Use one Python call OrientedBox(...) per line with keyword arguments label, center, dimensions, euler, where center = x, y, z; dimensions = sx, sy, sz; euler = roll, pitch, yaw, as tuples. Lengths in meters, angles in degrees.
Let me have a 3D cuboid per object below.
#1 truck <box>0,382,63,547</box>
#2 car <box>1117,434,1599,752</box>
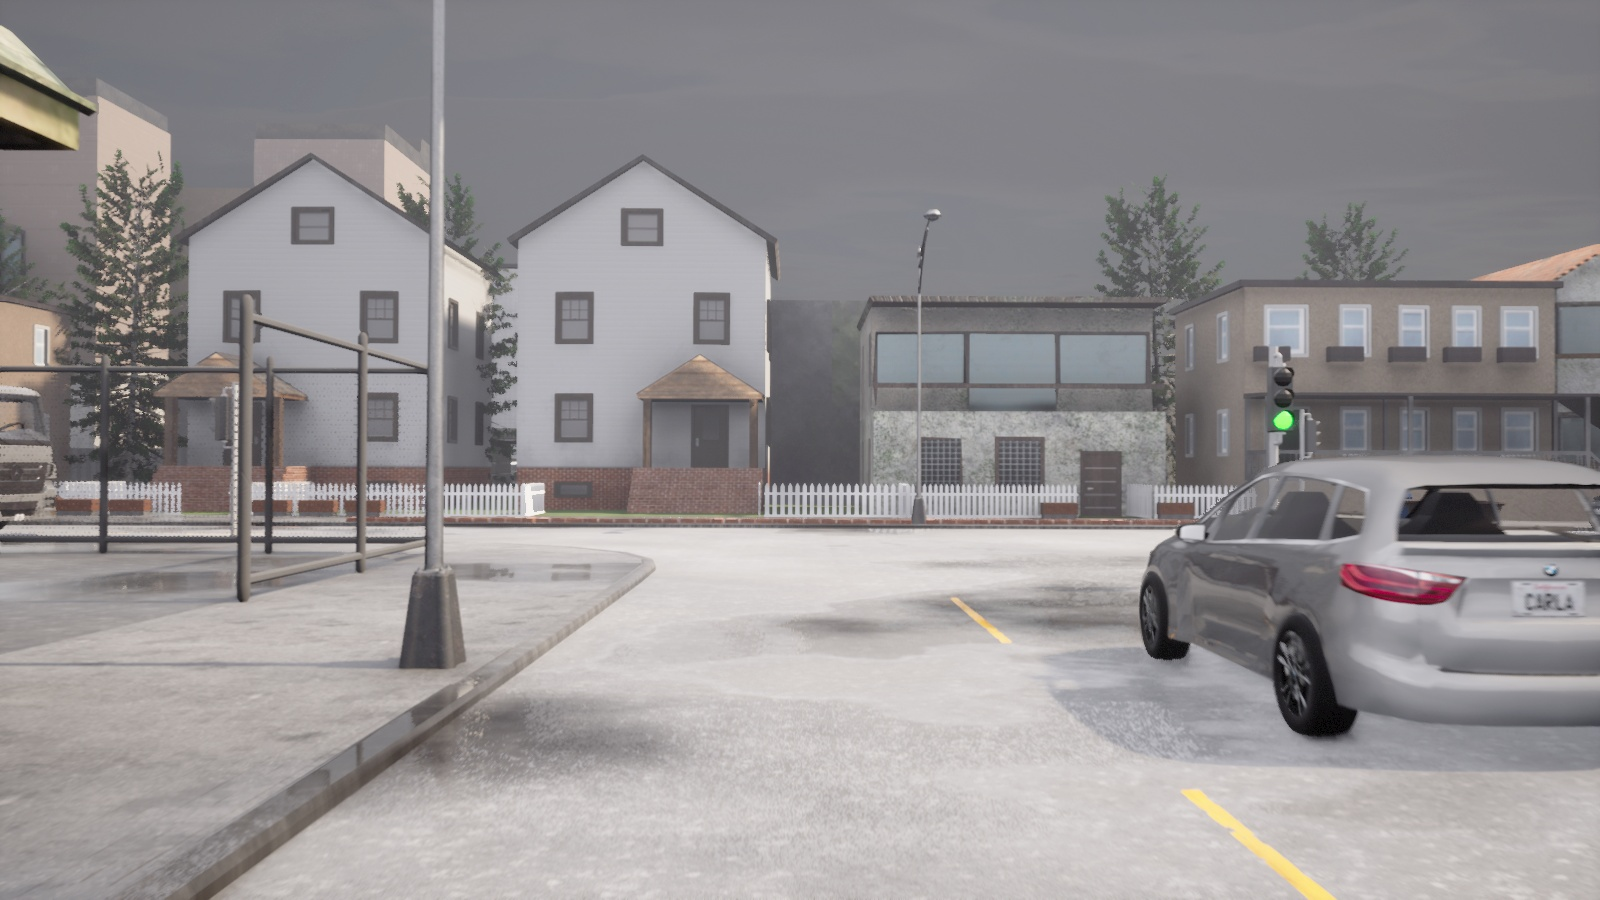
OrientedBox(label="truck", center=(-20.697, 0.325, 27.130), dimensions=(7.936, 3.462, 2.891), euler=(0, -1, 3))
OrientedBox(label="car", center=(3.983, 0.777, 8.919), dimensions=(2.242, 1.667, 4.611), euler=(0, -1, -1))
